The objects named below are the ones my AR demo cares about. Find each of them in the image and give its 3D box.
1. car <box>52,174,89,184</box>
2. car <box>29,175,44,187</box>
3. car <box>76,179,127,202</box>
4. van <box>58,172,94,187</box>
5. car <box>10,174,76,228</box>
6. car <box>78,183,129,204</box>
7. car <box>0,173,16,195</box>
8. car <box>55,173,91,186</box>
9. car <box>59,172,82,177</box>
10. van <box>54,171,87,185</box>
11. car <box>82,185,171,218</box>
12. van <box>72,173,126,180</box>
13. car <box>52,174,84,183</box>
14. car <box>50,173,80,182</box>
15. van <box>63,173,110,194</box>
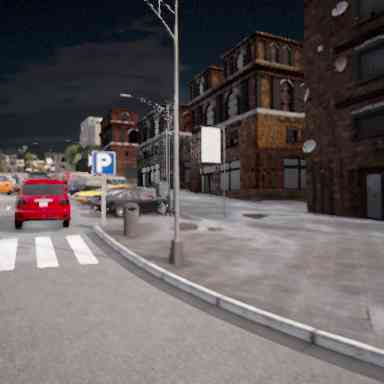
[{"bbox_3d":[-20.090,-2.146,55.095,1.946,1.575,5.366,5,4,45],"label":"car"},{"bbox_3d":[-21.103,-1.552,45.211,1.812,1.442,4.674,0,4,-25],"label":"car"},{"bbox_3d":[-6.103,0.141,24.587,5.366,1.575,1.946,0,5,-45],"label":"car"},{"bbox_3d":[-16.245,-1.745,46.785,4.442,1.987,1.878,0,4,-45],"label":"van"},{"bbox_3d":[-7.015,0.389,15.561,2.150,2.045,5.566,0,4,-26],"label":"car"},{"bbox_3d":[-4.679,0.391,21.973,4.674,1.452,2.002,0,5,-45],"label":"car"},{"bbox_3d":[-17.536,-0.711,30.180,2.097,1.767,4.553,0,4,-26],"label":"car"},{"bbox_3d":[-17.648,-1.852,49.434,4.553,1.767,2.185,0,4,-45],"label":"car"},{"bbox_3d":[-8.568,-0.522,30.180,2.435,2.045,5.566,6,5,45],"label":"car"},{"bbox_3d":[-18.992,-2.158,52.110,4.442,1.987,1.878,0,5,-45],"label":"van"},{"bbox_3d":[-3.393,0.559,19.221,4.892,1.521,2.231,0,4,-45],"label":"car"},{"bbox_3d":[-7.178,-0.291,27.542,1.878,1.987,4.442,5,4,45],"label":"van"},{"bbox_3d":[-21.498,-2.320,57.737,2.163,1.488,4.792,5,4,45],"label":"car"},{"bbox_3d":[-24.134,-2.761,63.205,2.231,1.521,4.892,5,4,44],"label":"car"},{"bbox_3d":[-11.222,-0.912,35.617,4.442,1.987,1.878,0,5,-45],"label":"van"}]
